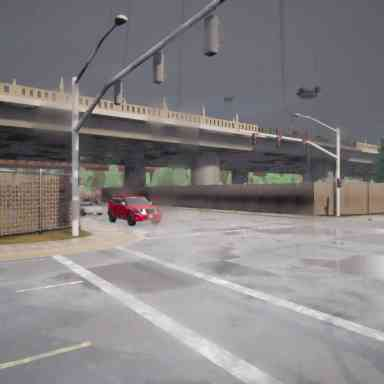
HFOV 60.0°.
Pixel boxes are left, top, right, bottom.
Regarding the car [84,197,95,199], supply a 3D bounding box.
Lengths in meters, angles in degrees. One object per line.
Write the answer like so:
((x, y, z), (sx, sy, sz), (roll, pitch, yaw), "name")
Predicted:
((-19.783, 1.619, 64.272), (1.994, 1.385, 4.181), (0, 0, -36), "car")

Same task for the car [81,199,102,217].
((-10.306, 1.656, 32.684), (1.895, 1.301, 4.718), (0, 0, -36), "car")

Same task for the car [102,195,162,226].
((-4.341, 1.278, 24.363), (2.150, 2.045, 5.566), (0, 0, -36), "car")
